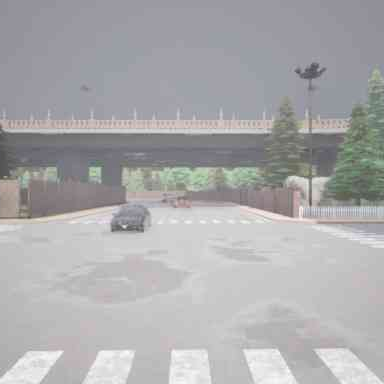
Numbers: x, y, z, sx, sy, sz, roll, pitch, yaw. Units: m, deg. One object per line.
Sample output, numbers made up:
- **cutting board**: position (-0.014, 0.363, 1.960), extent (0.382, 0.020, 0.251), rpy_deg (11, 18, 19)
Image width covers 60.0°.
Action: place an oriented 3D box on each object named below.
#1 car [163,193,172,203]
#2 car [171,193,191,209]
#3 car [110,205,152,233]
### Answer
- **car**: position (-4.789, 1.222, 70.140), extent (2.150, 2.045, 5.566), rpy_deg (0, 0, -15)
- **car**: position (-1.305, 1.307, 44.905), extent (2.097, 1.767, 4.553), rpy_deg (0, 0, 0)
- **car**: position (-3.485, 1.551, 19.611), extent (1.837, 1.490, 4.892), rpy_deg (0, 0, 0)
